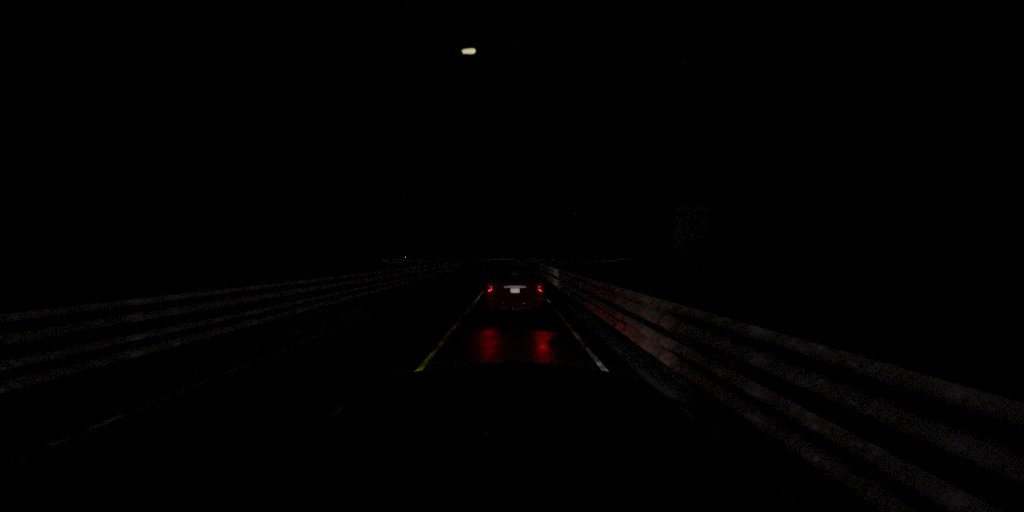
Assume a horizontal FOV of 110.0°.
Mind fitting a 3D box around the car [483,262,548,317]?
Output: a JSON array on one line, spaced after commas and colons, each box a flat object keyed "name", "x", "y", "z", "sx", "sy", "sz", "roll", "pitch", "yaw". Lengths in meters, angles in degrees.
[{"name": "car", "x": 0.100, "y": 1.111, "z": 13.360, "sx": 2.097, "sy": 1.767, "sz": 4.553, "roll": 0, "pitch": 0, "yaw": 0}]

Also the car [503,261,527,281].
[{"name": "car", "x": 0.368, "y": 1.250, "z": 31.182, "sx": 1.882, "sy": 1.535, "sz": 5.008, "roll": 0, "pitch": 0, "yaw": 3}]
